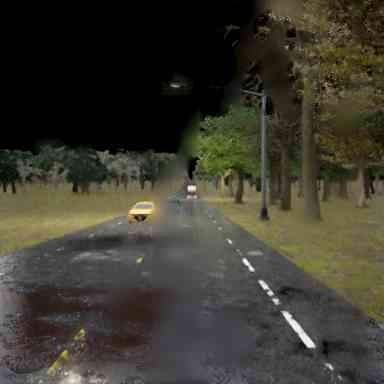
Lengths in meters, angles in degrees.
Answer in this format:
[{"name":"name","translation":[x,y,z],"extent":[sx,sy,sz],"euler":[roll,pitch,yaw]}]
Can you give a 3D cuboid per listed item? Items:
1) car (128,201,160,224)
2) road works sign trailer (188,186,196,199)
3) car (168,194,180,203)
[{"name":"car","translation":[-3.601,1.508,25.559],"extent":[1.882,1.535,5.008],"euler":[0,0,0]},{"name":"road works sign trailer","translation":[-0.014,0.083,91.196],"extent":[2.380,3.560,2.880],"euler":[0,1,0]},{"name":"car","translation":[-3.519,1.266,66.121],"extent":[2.097,1.767,4.553],"euler":[0,0,0]}]
